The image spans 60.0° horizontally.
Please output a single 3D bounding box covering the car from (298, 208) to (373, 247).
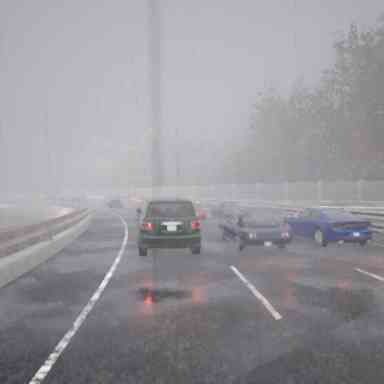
[{"bbox_3d":[5.839,1.437,14.941,1.882,1.535,5.008,0,0,-8],"label":"car"}]

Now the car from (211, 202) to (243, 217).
[{"bbox_3d":[3.006,1.520,28.324,1.994,1.385,4.181,0,0,-15],"label":"car"}]

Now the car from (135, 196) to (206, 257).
[{"bbox_3d":[-1.013,1.213,13.146,2.150,2.045,5.566,0,0,-8],"label":"car"}]

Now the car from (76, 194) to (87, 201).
[{"bbox_3d":[-26.973,1.332,79.694,4.892,1.490,1.837,0,0,42],"label":"car"}]

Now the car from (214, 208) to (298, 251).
[{"bbox_3d":[2.440,1.575,14.105,1.895,1.301,4.718,0,0,-8],"label":"car"}]

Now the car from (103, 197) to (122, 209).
[{"bbox_3d":[-10.979,1.498,45.711,1.837,1.490,4.892,0,0,-26],"label":"car"}]

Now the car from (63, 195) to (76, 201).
[{"bbox_3d":[-29.434,1.397,77.206,4.181,1.385,1.994,0,0,42],"label":"car"}]

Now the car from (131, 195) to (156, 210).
[{"bbox_3d":[-6.539,1.326,44.409,2.097,1.767,4.553,0,0,-24],"label":"car"}]

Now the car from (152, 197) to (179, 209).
[{"bbox_3d":[-3.820,1.454,46.904,2.128,1.511,4.902,0,0,-25],"label":"car"}]

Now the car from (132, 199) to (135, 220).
[{"bbox_3d":[-3.172,1.478,24.229,2.128,1.511,4.902,0,0,-14],"label":"car"}]

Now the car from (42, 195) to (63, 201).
[{"bbox_3d":[-31.896,1.398,74.718,5.357,1.411,2.033,0,0,42],"label":"car"}]
